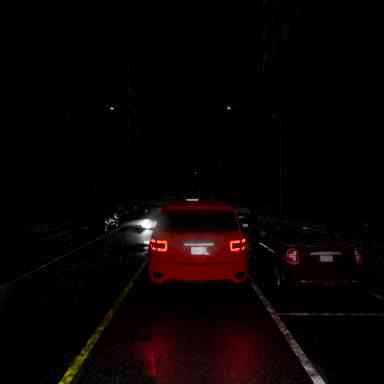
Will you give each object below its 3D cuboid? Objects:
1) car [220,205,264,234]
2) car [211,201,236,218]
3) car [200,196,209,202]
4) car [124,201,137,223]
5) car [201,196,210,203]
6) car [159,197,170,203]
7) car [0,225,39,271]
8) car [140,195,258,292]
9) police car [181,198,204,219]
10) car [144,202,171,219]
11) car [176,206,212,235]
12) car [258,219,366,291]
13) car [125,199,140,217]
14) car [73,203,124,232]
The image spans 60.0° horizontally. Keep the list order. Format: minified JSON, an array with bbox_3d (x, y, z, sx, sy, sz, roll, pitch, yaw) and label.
[{"bbox_3d":[2.863,1.552,20.001,2.008,1.369,4.403,0,0,0],"label":"car"},{"bbox_3d":[2.869,1.569,31.003,1.947,1.339,4.313,0,0,0],"label":"car"},{"bbox_3d":[2.946,1.617,78.911,2.008,1.369,4.403,0,0,0],"label":"car"},{"bbox_3d":[-5.660,1.584,25.506,1.802,1.307,4.206,0,0,0],"label":"car"},{"bbox_3d":[2.933,1.580,73.673,1.752,1.417,4.829,0,0,0],"label":"car"},{"bbox_3d":[-5.604,1.626,68.111,1.802,1.307,4.206,0,0,0],"label":"car"},{"bbox_3d":[-5.667,1.582,9.002,1.802,1.307,4.206,0,0,0],"label":"car"},{"bbox_3d":[0.108,1.221,9.082,2.150,2.045,5.566,0,0,-1],"label":"car"},{"bbox_3d":[0.014,1.428,30.279,1.930,1.638,5.238,0,0,0],"label":"police car"},{"bbox_3d":[-3.010,1.604,29.674,1.895,1.301,4.718,0,0,1],"label":"car"},{"bbox_3d":[0.108,1.602,19.852,1.895,1.301,4.718,0,0,0],"label":"car"},{"bbox_3d":[2.858,1.440,8.998,1.967,1.590,4.097,0,0,0],"label":"car"},{"bbox_3d":[-5.657,1.444,31.008,1.967,1.590,4.097,0,0,0],"label":"car"},{"bbox_3d":[-5.662,1.567,20.005,1.947,1.339,4.313,0,0,0],"label":"car"}]
